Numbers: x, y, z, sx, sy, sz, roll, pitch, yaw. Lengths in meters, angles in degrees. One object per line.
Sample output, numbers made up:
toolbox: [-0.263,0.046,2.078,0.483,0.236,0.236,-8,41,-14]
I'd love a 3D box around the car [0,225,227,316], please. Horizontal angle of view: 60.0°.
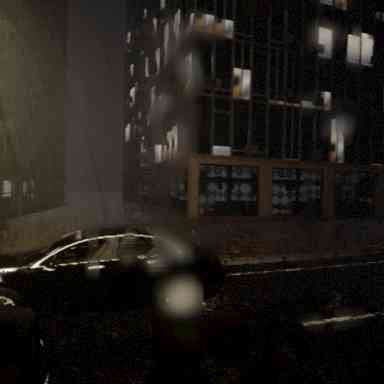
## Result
car: [-1.767,1.428,6.280,4.892,1.490,1.837,0,1,-16]

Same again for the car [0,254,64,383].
car: [-3.533,1.485,2.383,4.674,1.442,1.812,0,1,-16]
